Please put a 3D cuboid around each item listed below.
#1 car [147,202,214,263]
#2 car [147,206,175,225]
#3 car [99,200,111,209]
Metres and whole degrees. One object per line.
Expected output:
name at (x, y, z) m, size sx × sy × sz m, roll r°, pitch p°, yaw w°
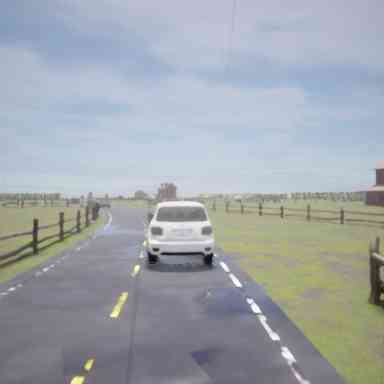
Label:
car at (-0.521, 1.372, 12.736) m, size 2.150 × 2.045 × 5.566 m, roll 0°, pitch 0°, yaw -5°
car at (-2.765, 1.933, 28.391) m, size 1.895 × 1.301 × 4.718 m, roll 0°, pitch -1°, yaw -11°
car at (-15.747, 2.192, 60.023) m, size 1.837 × 1.490 × 4.892 m, roll 1°, pitch -1°, yaw -21°
